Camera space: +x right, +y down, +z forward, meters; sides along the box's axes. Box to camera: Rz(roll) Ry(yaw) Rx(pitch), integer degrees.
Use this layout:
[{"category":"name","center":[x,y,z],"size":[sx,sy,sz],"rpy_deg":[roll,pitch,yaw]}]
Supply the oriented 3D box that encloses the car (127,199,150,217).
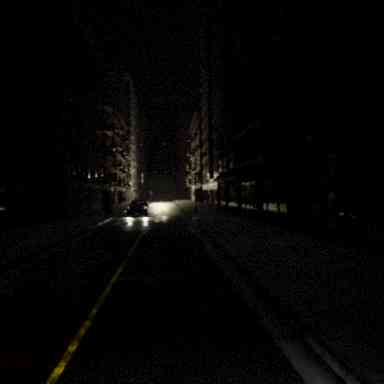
[{"category":"car","center":[-5.542,1.560,34.570],"size":[2.097,1.767,4.553],"rpy_deg":[-1,0,-4]}]
